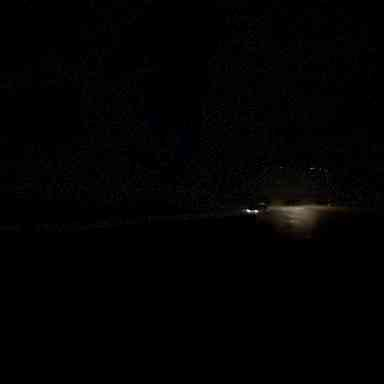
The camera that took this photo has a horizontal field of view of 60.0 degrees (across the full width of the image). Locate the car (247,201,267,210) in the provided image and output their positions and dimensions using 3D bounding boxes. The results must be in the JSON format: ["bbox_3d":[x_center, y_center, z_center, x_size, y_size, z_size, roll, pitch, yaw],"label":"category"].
[{"bbox_3d":[10.306,2.151,52.573,1.994,1.385,4.181,0,-1,36],"label":"car"}]
